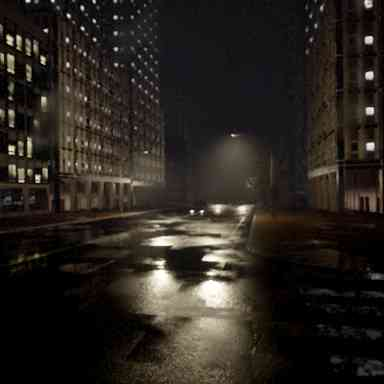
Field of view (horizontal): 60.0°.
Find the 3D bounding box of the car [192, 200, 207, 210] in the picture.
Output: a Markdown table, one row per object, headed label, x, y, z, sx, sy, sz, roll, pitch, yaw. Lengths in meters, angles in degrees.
| label | x | y | z | sx | sy | sz | roll | pitch | yaw |
| --- | --- | --- | --- | --- | --- | --- | --- | --- | --- |
| car | 1.276 | 2.150 | 54.555 | 1.882 | 1.535 | 5.008 | -1 | -1 | 11 |
